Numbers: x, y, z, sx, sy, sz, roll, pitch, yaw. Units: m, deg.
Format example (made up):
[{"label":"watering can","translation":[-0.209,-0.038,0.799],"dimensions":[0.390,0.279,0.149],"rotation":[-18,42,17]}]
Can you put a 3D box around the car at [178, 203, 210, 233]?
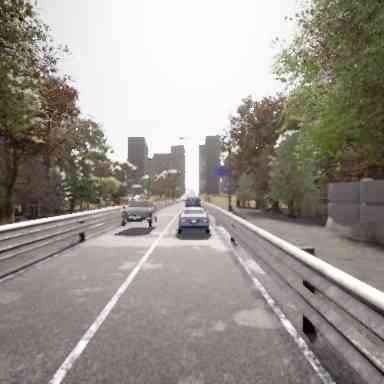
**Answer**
[{"label":"car","translation":[0.101,1.635,20.437],"dimensions":[2.033,1.411,5.357],"rotation":[0,0,0]}]

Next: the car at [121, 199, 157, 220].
[{"label":"car","translation":[-3.248,1.248,21.234],"dimensions":[1.837,1.490,4.892],"rotation":[0,-1,0]}]

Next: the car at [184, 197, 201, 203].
[{"label":"car","translation":[0.109,1.678,47.059],"dimensions":[2.150,2.045,5.566],"rotation":[0,-1,0]}]
